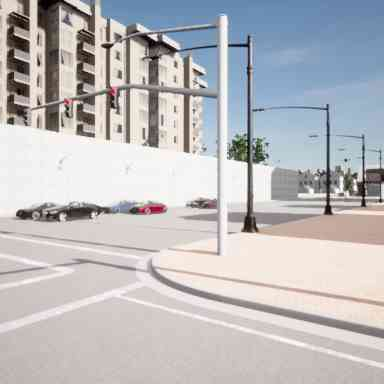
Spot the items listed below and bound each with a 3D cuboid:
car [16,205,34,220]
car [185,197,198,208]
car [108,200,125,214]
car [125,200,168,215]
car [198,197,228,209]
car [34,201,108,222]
[{"bbox_3d":[-12.657,1.560,28.373,1.994,1.385,4.181,0,0,35],"label":"car"},{"bbox_3d":[1.002,1.485,47.417,2.128,1.511,4.902,0,0,36],"label":"car"},{"bbox_3d":[-7.337,1.543,35.807,2.033,1.411,5.357,0,0,36],"label":"car"},{"bbox_3d":[-4.368,1.560,33.932,1.994,1.385,4.181,0,0,36],"label":"car"},{"bbox_3d":[3.093,1.559,44.330,1.994,1.385,4.181,0,0,36],"label":"car"},{"bbox_3d":[-9.558,1.488,26.700,2.128,1.511,4.902,0,0,36],"label":"car"}]
